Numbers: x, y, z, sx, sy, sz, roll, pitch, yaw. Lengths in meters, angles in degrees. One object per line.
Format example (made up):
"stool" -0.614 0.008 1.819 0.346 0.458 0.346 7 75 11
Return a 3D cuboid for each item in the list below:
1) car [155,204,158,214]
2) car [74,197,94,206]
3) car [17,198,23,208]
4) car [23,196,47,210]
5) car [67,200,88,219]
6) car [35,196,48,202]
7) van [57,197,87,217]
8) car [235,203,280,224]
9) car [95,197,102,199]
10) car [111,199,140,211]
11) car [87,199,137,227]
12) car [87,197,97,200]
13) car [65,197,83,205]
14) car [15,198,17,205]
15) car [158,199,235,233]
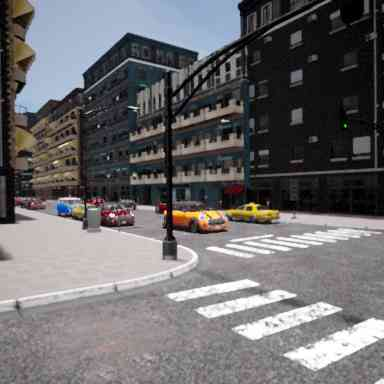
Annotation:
"car" -2.133 1.432 33.398 1.967 1.590 4.097 -1 1 -36
"car" -18.230 1.634 55.905 1.947 1.339 4.313 -1 1 -36
"car" -25.045 1.765 51.030 1.947 1.339 4.313 -1 1 -36
"car" -21.828 1.623 46.528 1.967 1.590 4.097 -1 1 -36
"car" -8.848 1.647 28.386 1.752 1.417 4.829 -1 1 -36
"car" -37.549 1.718 82.913 1.887 1.381 4.507 -1 1 -36
"van" -12.170 1.478 33.024 1.690 1.788 3.998 -1 1 -36
"car" 4.209 1.489 24.535 1.752 1.417 4.829 -1 1 -36
"car" -15.012 1.493 51.403 1.967 1.590 4.097 -1 1 -36
"car" -8.571 1.572 42.401 2.008 1.369 4.403 -1 1 -36
"car" -5.729 1.548 24.023 1.967 1.590 4.097 -1 1 -36
"car" -13.438 1.660 39.276 2.033 1.411 5.357 -1 0 -35
"car" -21.450 1.636 60.407 2.008 1.369 4.403 -1 1 -36
"car" -31.485 1.777 60.033 1.887 1.381 4.507 -1 1 -36
"car" 0.129 1.404 20.285 2.097 1.767 4.553 -1 0 -36
